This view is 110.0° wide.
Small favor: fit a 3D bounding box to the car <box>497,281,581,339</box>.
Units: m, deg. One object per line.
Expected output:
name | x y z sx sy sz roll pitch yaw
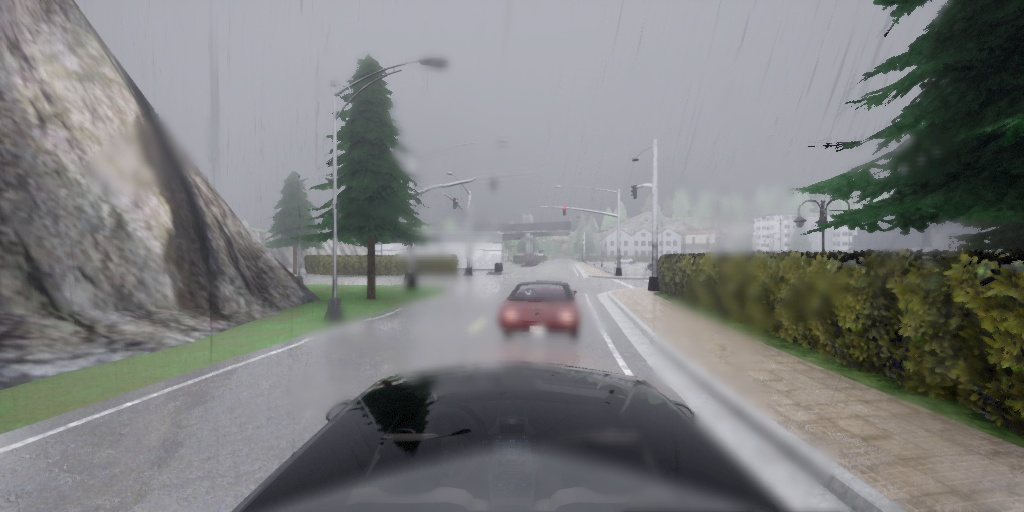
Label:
car | 0.912 1.351 10.109 1.895 1.301 4.718 0 0 8
